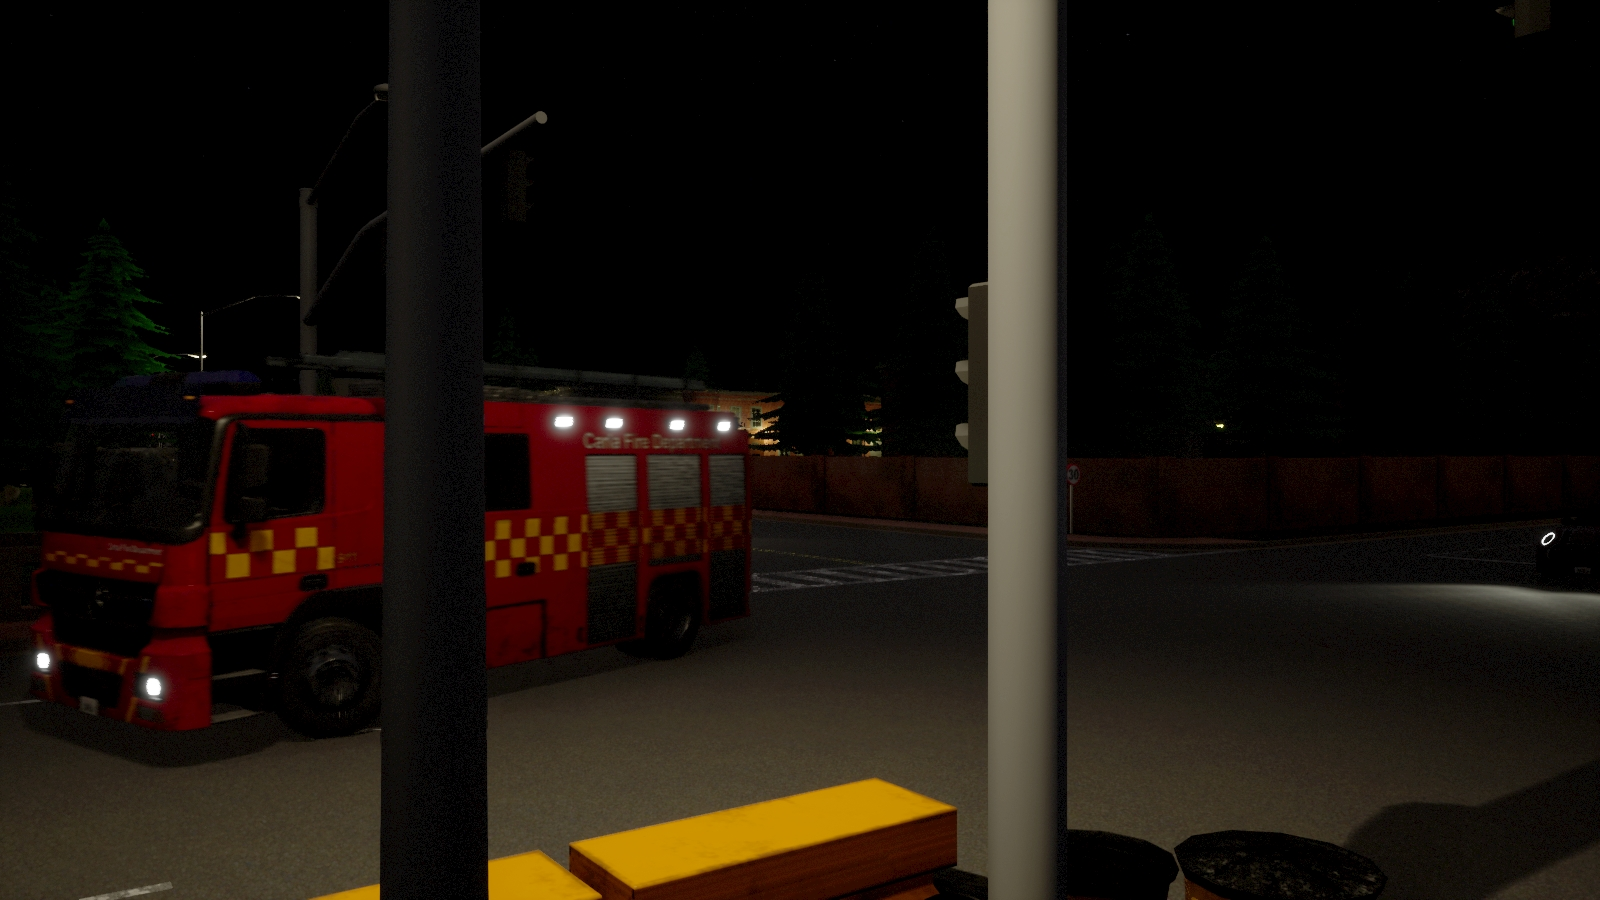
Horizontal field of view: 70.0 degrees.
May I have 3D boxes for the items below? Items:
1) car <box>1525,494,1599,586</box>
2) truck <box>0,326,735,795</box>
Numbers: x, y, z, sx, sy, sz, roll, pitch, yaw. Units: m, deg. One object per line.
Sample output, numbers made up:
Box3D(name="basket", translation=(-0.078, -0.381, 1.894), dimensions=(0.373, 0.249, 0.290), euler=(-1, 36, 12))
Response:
Box3D(name="car", translation=(18.010, 1.906, 24.946), dimensions=(4.553, 1.767, 2.097), euler=(0, 0, -35))
Box3D(name="truck", translation=(-4.504, 0.890, 13.629), dimensions=(2.891, 3.827, 8.468), euler=(0, 0, 34))
